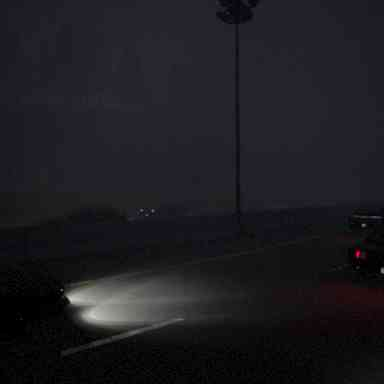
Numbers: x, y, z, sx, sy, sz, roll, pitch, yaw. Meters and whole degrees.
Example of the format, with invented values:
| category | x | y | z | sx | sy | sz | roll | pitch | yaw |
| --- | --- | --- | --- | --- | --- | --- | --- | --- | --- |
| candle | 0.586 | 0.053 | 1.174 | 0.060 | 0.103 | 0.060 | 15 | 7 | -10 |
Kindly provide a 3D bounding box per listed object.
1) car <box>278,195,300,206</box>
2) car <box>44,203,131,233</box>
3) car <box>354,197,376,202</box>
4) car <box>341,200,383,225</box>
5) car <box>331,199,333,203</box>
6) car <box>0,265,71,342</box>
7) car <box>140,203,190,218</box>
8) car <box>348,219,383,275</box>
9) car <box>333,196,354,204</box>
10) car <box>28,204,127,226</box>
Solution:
| category | x | y | z | sx | sy | sz | roll | pitch | yaw |
| --- | --- | --- | --- | --- | --- | --- | --- | --- | --- |
| car | 16.382 | 1.337 | 56.217 | 2.097 | 1.767 | 4.553 | -1 | 0 | 43 |
| car | -6.587 | 1.578 | 21.446 | 5.008 | 1.535 | 1.882 | 0 | 0 | -43 |
| car | 28.206 | 1.485 | 53.545 | 1.895 | 1.301 | 4.718 | -1 | 0 | 43 |
| car | 10.276 | 1.449 | 18.418 | 2.128 | 1.511 | 4.902 | -1 | 0 | 44 |
| car | 28.818 | 1.440 | 64.510 | 2.033 | 1.411 | 5.357 | -1 | 0 | 43 |
| car | -4.699 | 1.598 | 4.807 | 5.357 | 1.411 | 2.033 | 0 | 0 | -35 |
| car | -2.459 | 1.686 | 30.598 | 1.895 | 1.301 | 4.718 | -1 | 0 | 43 |
| car | 6.244 | 1.572 | 9.337 | 4.718 | 1.301 | 1.895 | 0 | 0 | -43 |
| car | 26.184 | 1.432 | 56.514 | 1.812 | 1.442 | 4.674 | -1 | 0 | 43 |
| car | -5.855 | 1.564 | 17.448 | 5.008 | 1.535 | 1.882 | 0 | 0 | -41 |
